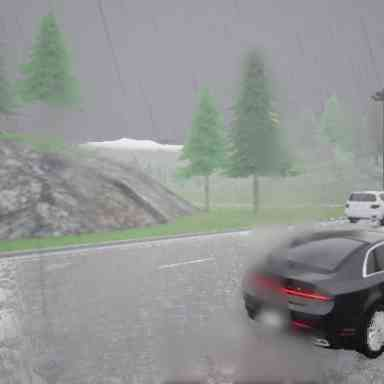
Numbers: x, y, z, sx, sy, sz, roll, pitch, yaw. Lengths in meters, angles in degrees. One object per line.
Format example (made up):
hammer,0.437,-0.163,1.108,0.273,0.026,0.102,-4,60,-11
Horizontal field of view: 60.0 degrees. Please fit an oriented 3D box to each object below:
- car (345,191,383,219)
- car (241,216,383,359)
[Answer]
car,11.809,0.953,20.769,5.566,2.045,2.150,-1,1,-36
car,3.045,1.434,5.918,4.892,1.490,1.837,-1,1,-36
